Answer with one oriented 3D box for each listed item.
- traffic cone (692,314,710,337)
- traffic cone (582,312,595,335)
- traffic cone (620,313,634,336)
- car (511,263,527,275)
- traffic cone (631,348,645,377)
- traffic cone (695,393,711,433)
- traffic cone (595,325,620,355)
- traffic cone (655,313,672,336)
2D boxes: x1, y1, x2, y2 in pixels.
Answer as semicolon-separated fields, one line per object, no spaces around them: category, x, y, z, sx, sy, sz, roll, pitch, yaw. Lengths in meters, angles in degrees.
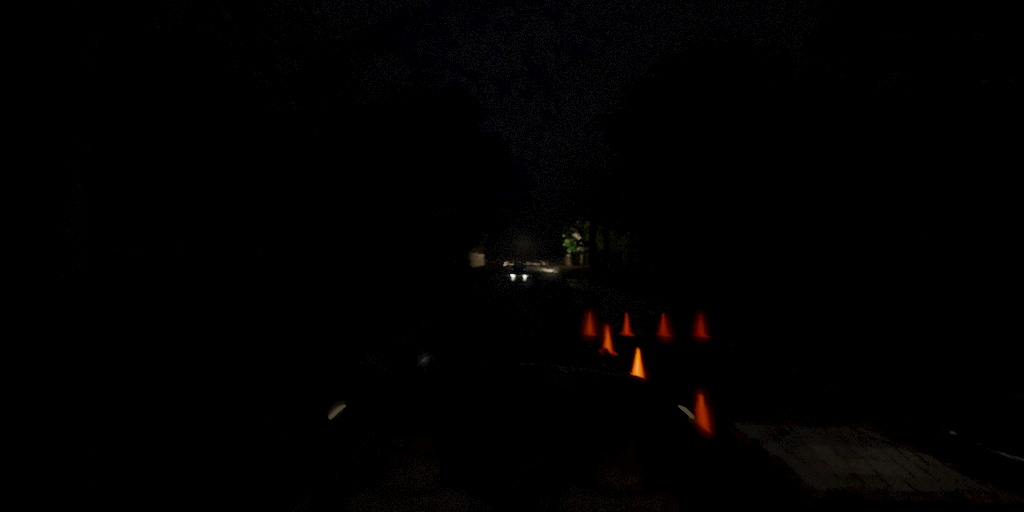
traffic cone;5.116;1.873;9.734;0.340;0.580;0.340;0;0;1
traffic cone;2.118;1.829;9.796;0.340;0.580;0.340;0;0;1
traffic cone;3.117;1.843;9.775;0.340;0.580;0.340;0;0;1
car;0.911;1.727;48.658;1.882;1.535;5.008;1;-1;1
traffic cone;2.036;1.782;5.797;0.340;0.580;0.340;0;0;1
traffic cone;1.995;1.759;3.798;0.340;0.580;0.340;0;0;1
traffic cone;2.077;1.806;7.797;0.340;0.580;0.340;0;0;1
traffic cone;4.117;1.858;9.754;0.340;0.580;0.340;0;0;1
